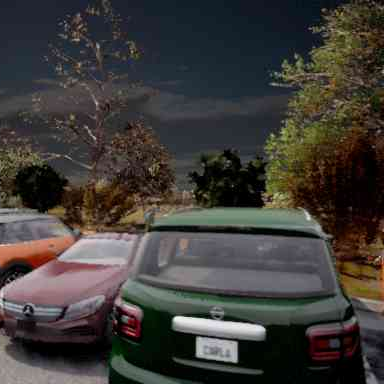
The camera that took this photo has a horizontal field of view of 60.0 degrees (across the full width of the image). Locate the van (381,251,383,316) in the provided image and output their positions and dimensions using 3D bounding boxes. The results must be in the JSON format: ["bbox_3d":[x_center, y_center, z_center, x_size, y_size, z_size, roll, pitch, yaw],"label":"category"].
[{"bbox_3d":[3.275,1.261,3.034,1.878,1.987,4.442,1,-1,16],"label":"van"}]

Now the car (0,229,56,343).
[{"bbox_3d":[-1.539,1.513,6.606,2.002,1.452,4.674,1,0,16],"label":"car"}]

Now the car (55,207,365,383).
[{"bbox_3d":[0.888,1.230,4.906,2.435,2.045,5.566,0,-1,16],"label":"car"}]

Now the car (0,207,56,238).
[{"bbox_3d":[-3.975,1.339,8.308,2.185,1.767,4.553,0,-1,16],"label":"car"}]
